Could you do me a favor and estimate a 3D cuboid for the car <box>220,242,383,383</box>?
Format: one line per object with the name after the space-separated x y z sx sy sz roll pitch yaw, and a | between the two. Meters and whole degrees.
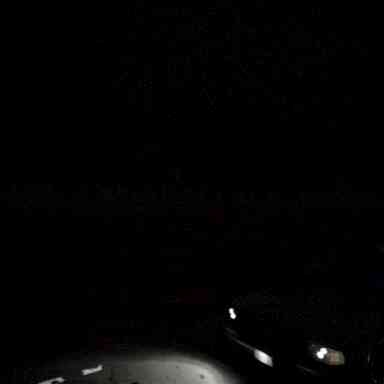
3.019 1.585 5.456 5.357 1.411 2.033 1 0 -35 | car
